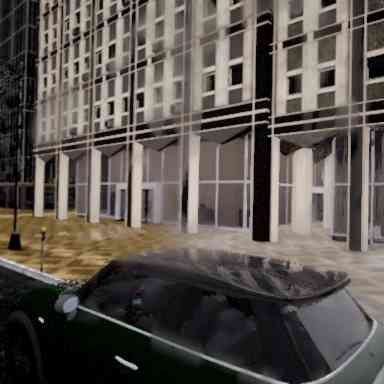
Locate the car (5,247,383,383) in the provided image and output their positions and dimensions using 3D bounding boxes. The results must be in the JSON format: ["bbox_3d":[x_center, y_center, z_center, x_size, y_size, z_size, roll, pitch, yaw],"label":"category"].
[{"bbox_3d":[-0.267,1.426,3.714,4.553,1.767,2.097,0,-1,42],"label":"car"}]
